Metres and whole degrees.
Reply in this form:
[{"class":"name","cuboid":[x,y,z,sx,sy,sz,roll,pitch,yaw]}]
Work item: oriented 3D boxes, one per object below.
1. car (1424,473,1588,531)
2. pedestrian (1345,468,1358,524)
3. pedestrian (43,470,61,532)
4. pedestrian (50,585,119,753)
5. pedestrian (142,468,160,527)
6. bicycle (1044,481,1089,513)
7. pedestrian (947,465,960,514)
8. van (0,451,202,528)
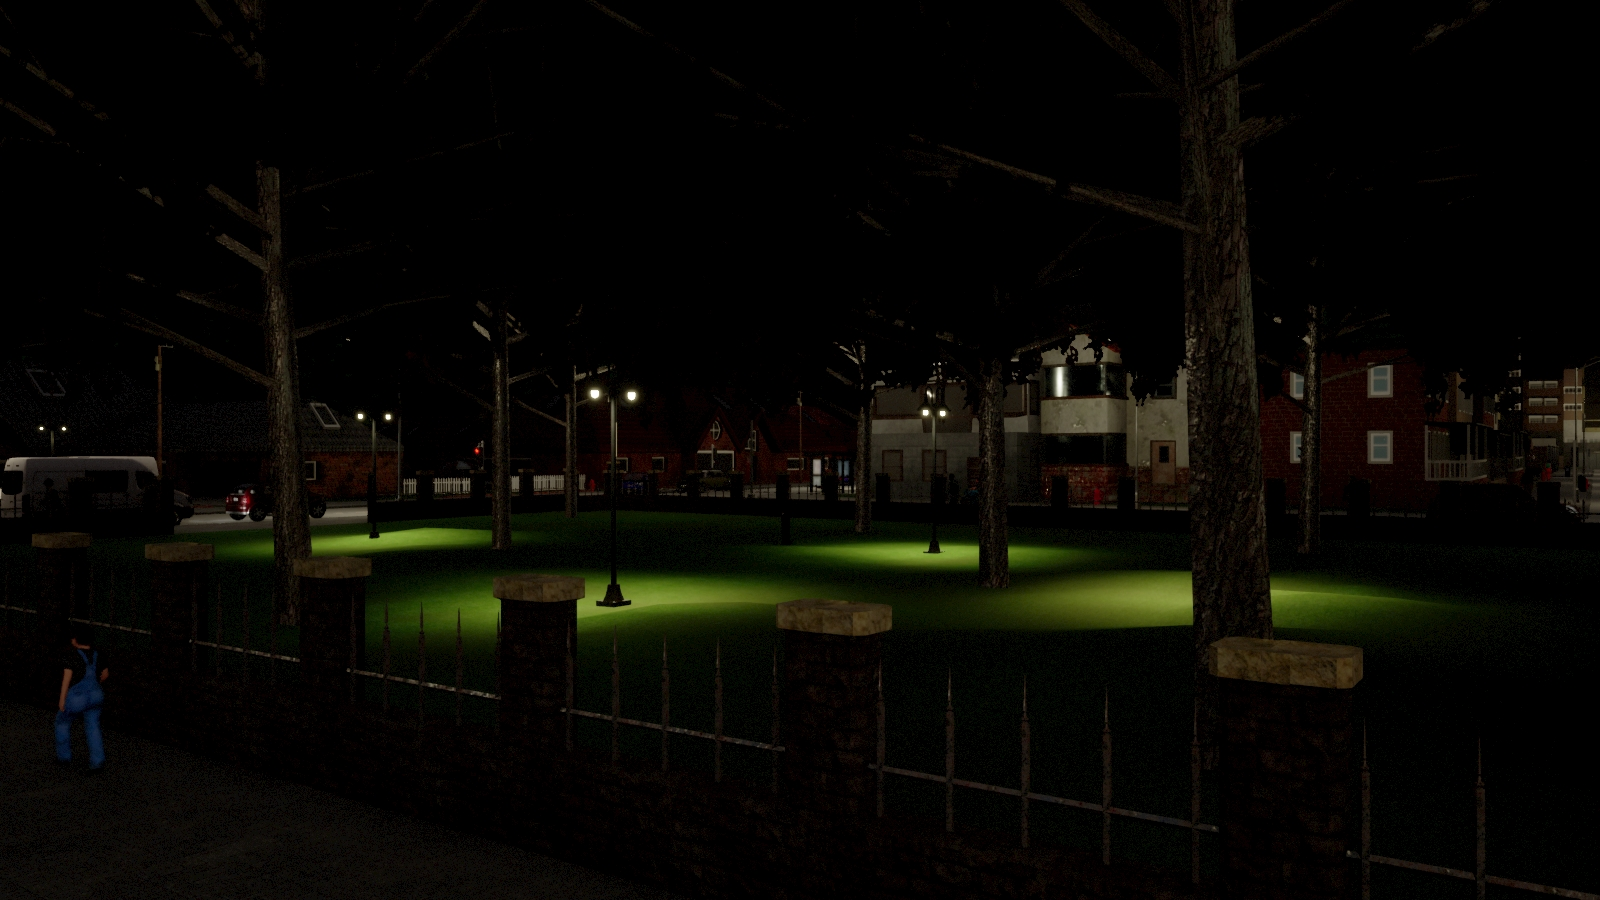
[{"class":"car","cuboid":[23.601,1.685,38.235,4.553,1.767,2.097,0,0,35]},{"class":"pedestrian","cuboid":[18.338,1.525,38.016,0.375,1.860,0.375,0,0,25]},{"class":"pedestrian","cuboid":[-22.633,1.525,34.571,0.375,1.860,0.375,0,0,37]},{"class":"pedestrian","cuboid":[-5.966,1.805,9.526,0.375,1.300,0.375,0,0,35]},{"class":"pedestrian","cuboid":[-20.937,1.525,36.855,0.375,1.860,0.375,0,0,35]},{"class":"bicycle","cuboid":[10.971,1.940,47.074,1.835,1.271,0.329,0,0,35]},{"class":"pedestrian","cuboid":[5.931,1.524,44.051,0.375,1.860,0.375,0,0,31]},{"class":"van","cuboid":[-24.847,1.314,40.778,1.988,2.561,5.915,0,0,36]}]
